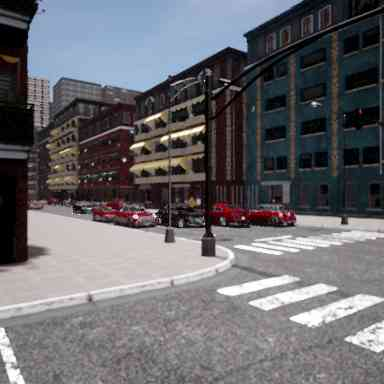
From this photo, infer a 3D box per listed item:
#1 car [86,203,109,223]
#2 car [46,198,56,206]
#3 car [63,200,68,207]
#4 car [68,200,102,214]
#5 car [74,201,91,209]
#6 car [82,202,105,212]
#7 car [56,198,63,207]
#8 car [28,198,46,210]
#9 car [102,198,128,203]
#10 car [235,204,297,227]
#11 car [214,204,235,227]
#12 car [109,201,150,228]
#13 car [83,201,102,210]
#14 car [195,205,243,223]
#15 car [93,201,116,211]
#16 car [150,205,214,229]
[{"bbox_3d":[-7.358,1.887,28.766,1.802,1.307,4.206,-1,0,-35],"label":"car"},{"bbox_3d":[-32.758,2.298,78.750,2.192,1.841,5.009,-1,0,-35],"label":"car"},{"bbox_3d":[-23.203,2.347,65.116,1.947,1.339,4.313,-1,0,-35],"label":"car"},{"bbox_3d":[-13.607,1.975,42.040,2.128,1.511,4.902,0,-1,-35],"label":"car"},{"bbox_3d":[-20.019,2.296,60.572,1.802,1.307,4.206,-1,0,-35],"label":"car"},{"bbox_3d":[-14.262,2.112,47.983,1.994,1.385,4.181,0,-1,-34],"label":"car"},{"bbox_3d":[-26.387,2.399,69.660,2.008,1.369,4.403,-1,0,-35],"label":"car"},{"bbox_3d":[-26.463,2.153,56.033,1.967,1.590,4.097,-1,0,-35],"label":"car"},{"bbox_3d":[-10.472,1.826,46.939,2.192,1.841,5.009,-1,0,-35],"label":"car"},{"bbox_3d":[5.456,1.610,24.222,1.967,1.590,4.097,-1,0,-35],"label":"car"},{"bbox_3d":[2.088,1.676,24.760,1.882,1.535,5.008,0,-1,-35],"label":"car"},{"bbox_3d":[-4.176,1.677,24.222,1.967,1.590,4.097,-1,0,-35],"label":"car"},{"bbox_3d":[-16.835,2.229,56.027,1.802,1.307,4.206,-1,0,-35],"label":"car"},{"bbox_3d":[2.271,1.820,28.764,1.802,1.307,4.206,-1,0,-35],"label":"car"},{"bbox_3d":[-13.652,2.130,51.483,2.008,1.369,4.403,-1,0,-35],"label":"car"},{"bbox_3d":[-0.824,1.713,23.751,1.837,1.490,4.892,0,-1,-35],"label":"car"}]
